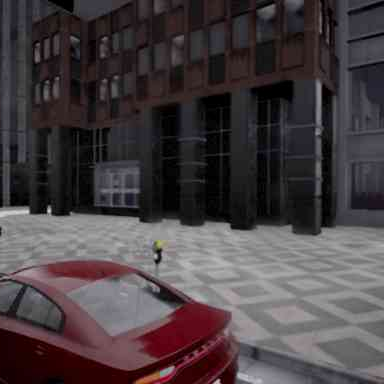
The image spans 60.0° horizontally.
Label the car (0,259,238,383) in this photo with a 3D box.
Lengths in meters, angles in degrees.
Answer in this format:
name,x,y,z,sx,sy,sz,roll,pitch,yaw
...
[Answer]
name,x,y,z,sx,sy,sz,roll,pitch,yaw
car,-1.636,1.540,4.143,4.507,1.381,1.887,0,0,35
